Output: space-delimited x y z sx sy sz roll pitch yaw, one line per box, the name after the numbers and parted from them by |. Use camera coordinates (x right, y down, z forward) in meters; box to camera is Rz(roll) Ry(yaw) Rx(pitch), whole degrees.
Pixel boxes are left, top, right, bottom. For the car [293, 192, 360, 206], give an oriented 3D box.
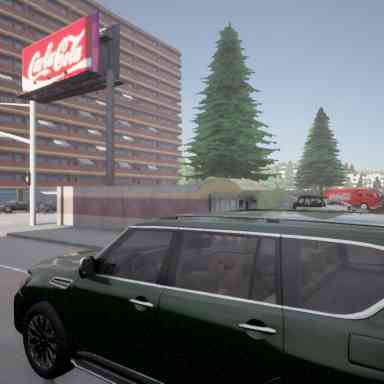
8.767 1.149 22.286 3.866 1.878 1.905 0 0 35 | car

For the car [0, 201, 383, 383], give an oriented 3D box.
0.225 1.222 3.832 5.566 2.045 2.150 0 0 35 | car

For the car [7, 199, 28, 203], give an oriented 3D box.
-18.823 1.491 36.300 2.128 1.511 4.902 0 0 35 | car

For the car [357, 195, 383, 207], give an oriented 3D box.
26.174 1.285 48.098 3.988 1.617 1.851 0 0 35 | car

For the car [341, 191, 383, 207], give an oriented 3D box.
23.053 1.117 44.819 4.605 1.855 1.932 0 0 35 | car

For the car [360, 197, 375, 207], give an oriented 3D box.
10.705 1.338 24.346 4.193 1.474 1.816 0 0 35 | car

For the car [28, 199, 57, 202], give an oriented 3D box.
-14.865 1.564 35.843 1.994 1.385 4.181 0 0 35 | car
